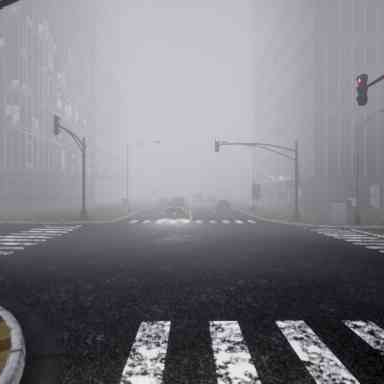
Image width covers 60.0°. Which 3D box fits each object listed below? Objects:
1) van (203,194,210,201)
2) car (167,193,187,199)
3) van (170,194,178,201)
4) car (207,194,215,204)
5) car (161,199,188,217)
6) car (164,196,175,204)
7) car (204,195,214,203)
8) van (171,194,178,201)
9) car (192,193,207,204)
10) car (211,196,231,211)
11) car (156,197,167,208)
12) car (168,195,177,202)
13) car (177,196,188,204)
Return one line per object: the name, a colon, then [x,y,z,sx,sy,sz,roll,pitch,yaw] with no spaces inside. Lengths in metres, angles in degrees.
van: [3.479,1.321,80.486,1.690,1.788,3.998,0,0,0]
car: [-1.660,1.366,42.096,2.097,1.767,4.553,0,0,-1]
van: [-4.401,1.321,80.429,1.690,1.788,3.998,0,0,0]
car: [3.599,1.313,63.903,2.192,1.841,5.009,0,0,0]
car: [-1.581,1.618,31.824,1.895,1.301,4.718,0,0,-1]
car: [-4.281,1.564,63.847,1.947,1.339,4.313,0,0,0]
car: [3.559,1.432,69.431,1.967,1.590,4.097,0,0,0]
van: [-4.440,1.315,85.957,1.690,1.788,3.998,0,0,0]
car: [1.141,1.220,62.791,2.150,2.045,5.566,0,0,0]
car: [3.806,1.579,41.795,1.947,1.339,4.313,0,0,0]
car: [-4.163,1.592,47.264,1.802,1.307,4.206,0,0,0]
car: [-4.361,1.426,74.902,1.967,1.590,4.097,0,0,0]
car: [-1.745,1.544,65.083,2.033,1.411,5.357,0,0,0]
